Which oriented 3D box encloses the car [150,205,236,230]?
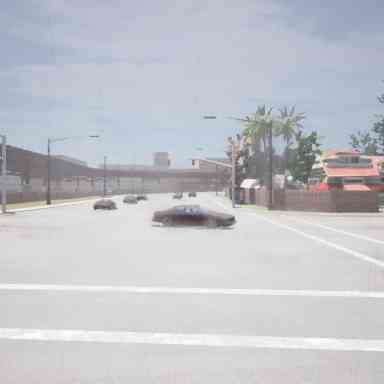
[{"bbox_3d":[0.024,1.533,21.070,5.357,1.411,2.033,0,0,25],"label":"car"}]

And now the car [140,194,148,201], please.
[{"bbox_3d":[-10.437,1.118,69.184,1.895,1.301,4.718,0,1,0],"label":"car"}]

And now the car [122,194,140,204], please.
[{"bbox_3d":[-10.532,1.262,56.674,1.812,1.442,4.674,0,1,0],"label":"car"}]

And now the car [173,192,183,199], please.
[{"bbox_3d":[-3.430,0.963,76.841,1.895,1.301,4.718,0,1,0],"label":"car"}]

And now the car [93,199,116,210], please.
[{"bbox_3d":[-10.562,1.486,40.349,1.994,1.385,4.181,0,0,0],"label":"car"}]

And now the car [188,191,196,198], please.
[{"bbox_3d":[0.079,0.519,86.797,2.097,1.767,4.553,0,1,0],"label":"car"}]

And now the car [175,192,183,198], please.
[{"bbox_3d":[-3.421,0.709,87.159,1.994,1.385,4.181,0,1,0],"label":"car"}]
